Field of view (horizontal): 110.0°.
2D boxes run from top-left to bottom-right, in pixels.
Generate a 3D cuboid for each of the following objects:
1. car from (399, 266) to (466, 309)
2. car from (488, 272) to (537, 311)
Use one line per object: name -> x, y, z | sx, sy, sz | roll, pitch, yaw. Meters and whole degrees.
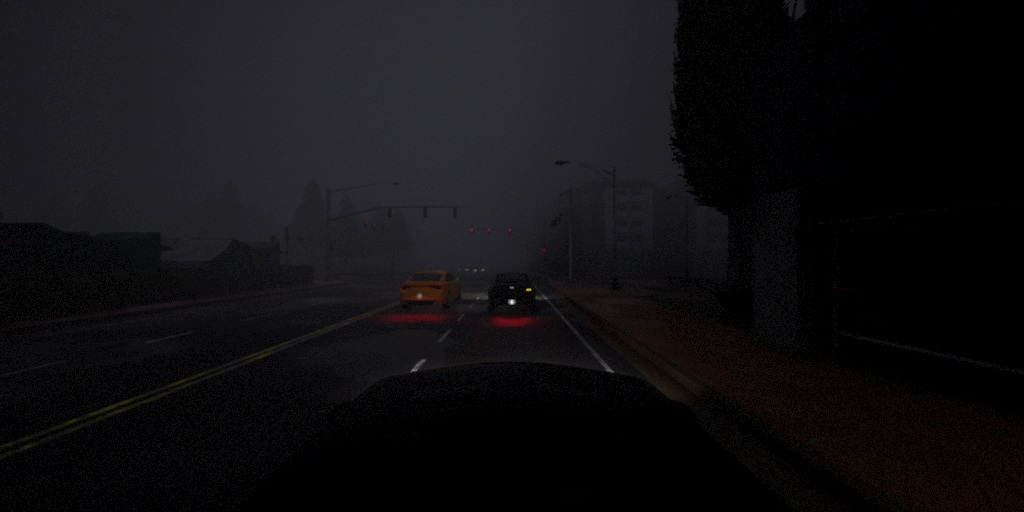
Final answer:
car -> -3.484, 1.385, 16.069 | 1.882, 1.535, 5.008 | 0, 0, 0
car -> 0.010, 1.407, 15.331 | 1.837, 1.490, 4.892 | 0, 0, 0
